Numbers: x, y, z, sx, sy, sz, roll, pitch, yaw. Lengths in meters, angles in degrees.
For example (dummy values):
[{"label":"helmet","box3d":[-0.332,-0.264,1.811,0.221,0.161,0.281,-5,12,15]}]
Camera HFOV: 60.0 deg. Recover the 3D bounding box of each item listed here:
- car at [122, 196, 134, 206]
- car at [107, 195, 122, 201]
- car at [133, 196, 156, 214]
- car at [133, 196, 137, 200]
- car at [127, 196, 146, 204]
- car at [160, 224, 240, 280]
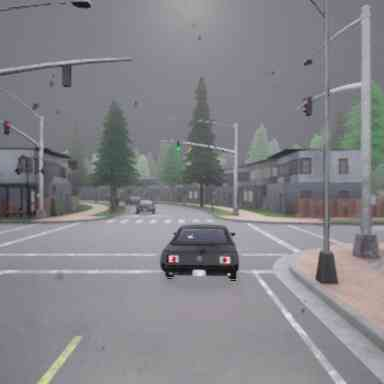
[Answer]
[{"label":"car","box3d":[-9.394,1.468,53.394,1.837,1.490,4.892,0,0,-23]},{"label":"car","box3d":[-16.586,1.318,71.943,1.812,1.442,4.674,0,0,-45]},{"label":"car","box3d":[-4.745,1.490,34.351,1.812,1.442,4.674,0,0,-6]},{"label":"car","box3d":[-6.222,1.511,43.928,2.033,1.411,5.357,0,0,-14]},{"label":"car","box3d":[-10.622,1.526,63.854,1.994,1.385,4.181,0,0,-36]},{"label":"car","box3d":[0.373,1.600,9.966,1.895,1.301,4.718,0,0,5]}]
